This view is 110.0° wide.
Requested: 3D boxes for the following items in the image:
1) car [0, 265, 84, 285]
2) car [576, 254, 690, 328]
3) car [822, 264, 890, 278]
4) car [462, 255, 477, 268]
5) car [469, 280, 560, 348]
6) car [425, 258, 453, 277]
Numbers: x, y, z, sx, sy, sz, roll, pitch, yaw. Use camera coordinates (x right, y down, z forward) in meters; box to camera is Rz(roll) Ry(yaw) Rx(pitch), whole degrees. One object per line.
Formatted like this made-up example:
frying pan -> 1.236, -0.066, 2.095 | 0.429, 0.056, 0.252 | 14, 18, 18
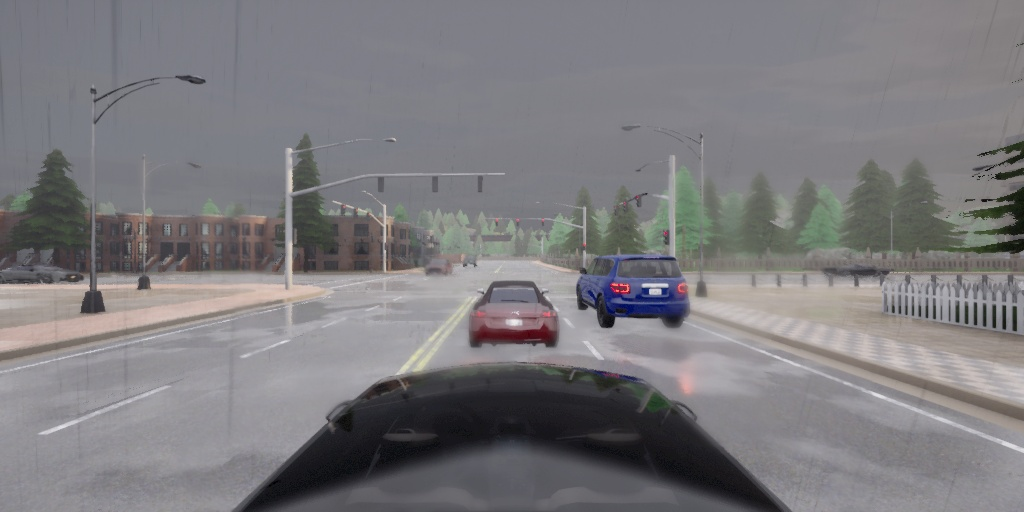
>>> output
car -> -33.266, 1.313, 25.235 | 4.181, 1.385, 1.994 | 0, 0, -10
car -> 3.526, 0.971, 11.490 | 2.150, 2.045, 5.566 | 0, 0, 0
car -> 31.569, 1.350, 33.046 | 4.718, 1.301, 1.895 | 0, 0, 0
car -> -7.350, 0.846, 63.172 | 2.150, 2.045, 5.566 | 0, 0, 0
car -> 0.029, 1.314, 9.245 | 1.994, 1.385, 4.181 | 0, 0, -1
car -> -7.192, 1.054, 35.717 | 2.097, 1.767, 4.553 | 0, 0, 0
